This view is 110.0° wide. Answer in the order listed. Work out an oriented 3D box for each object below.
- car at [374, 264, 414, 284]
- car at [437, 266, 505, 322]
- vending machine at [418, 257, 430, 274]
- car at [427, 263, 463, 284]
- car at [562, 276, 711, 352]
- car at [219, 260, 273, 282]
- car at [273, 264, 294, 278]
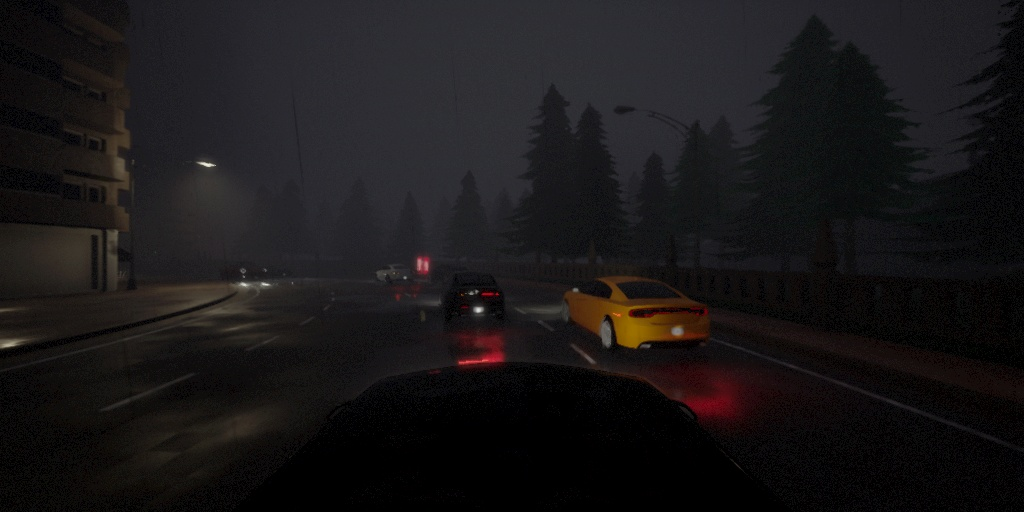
[{"bbox_3d":[-9.113,1.346,27.670,1.812,1.442,4.674,0,0,-38],"label":"car"},{"bbox_3d":[-1.498,1.280,12.528,1.837,1.490,4.892,0,0,-13],"label":"car"},{"bbox_3d":[-9.591,1.040,38.909,0.880,2.100,1.100,0,0,40],"label":"vending machine"},{"bbox_3d":[-4.993,1.319,27.940,1.837,1.490,4.892,1,-1,-35],"label":"car"},{"bbox_3d":[2.719,1.238,9.071,1.882,1.535,5.008,0,0,-8],"label":"car"},{"bbox_3d":[-22.733,1.202,30.355,4.553,1.767,2.097,0,0,31],"label":"car"},{"bbox_3d":[-23.467,1.461,34.881,4.718,1.301,1.895,0,0,27],"label":"car"}]
